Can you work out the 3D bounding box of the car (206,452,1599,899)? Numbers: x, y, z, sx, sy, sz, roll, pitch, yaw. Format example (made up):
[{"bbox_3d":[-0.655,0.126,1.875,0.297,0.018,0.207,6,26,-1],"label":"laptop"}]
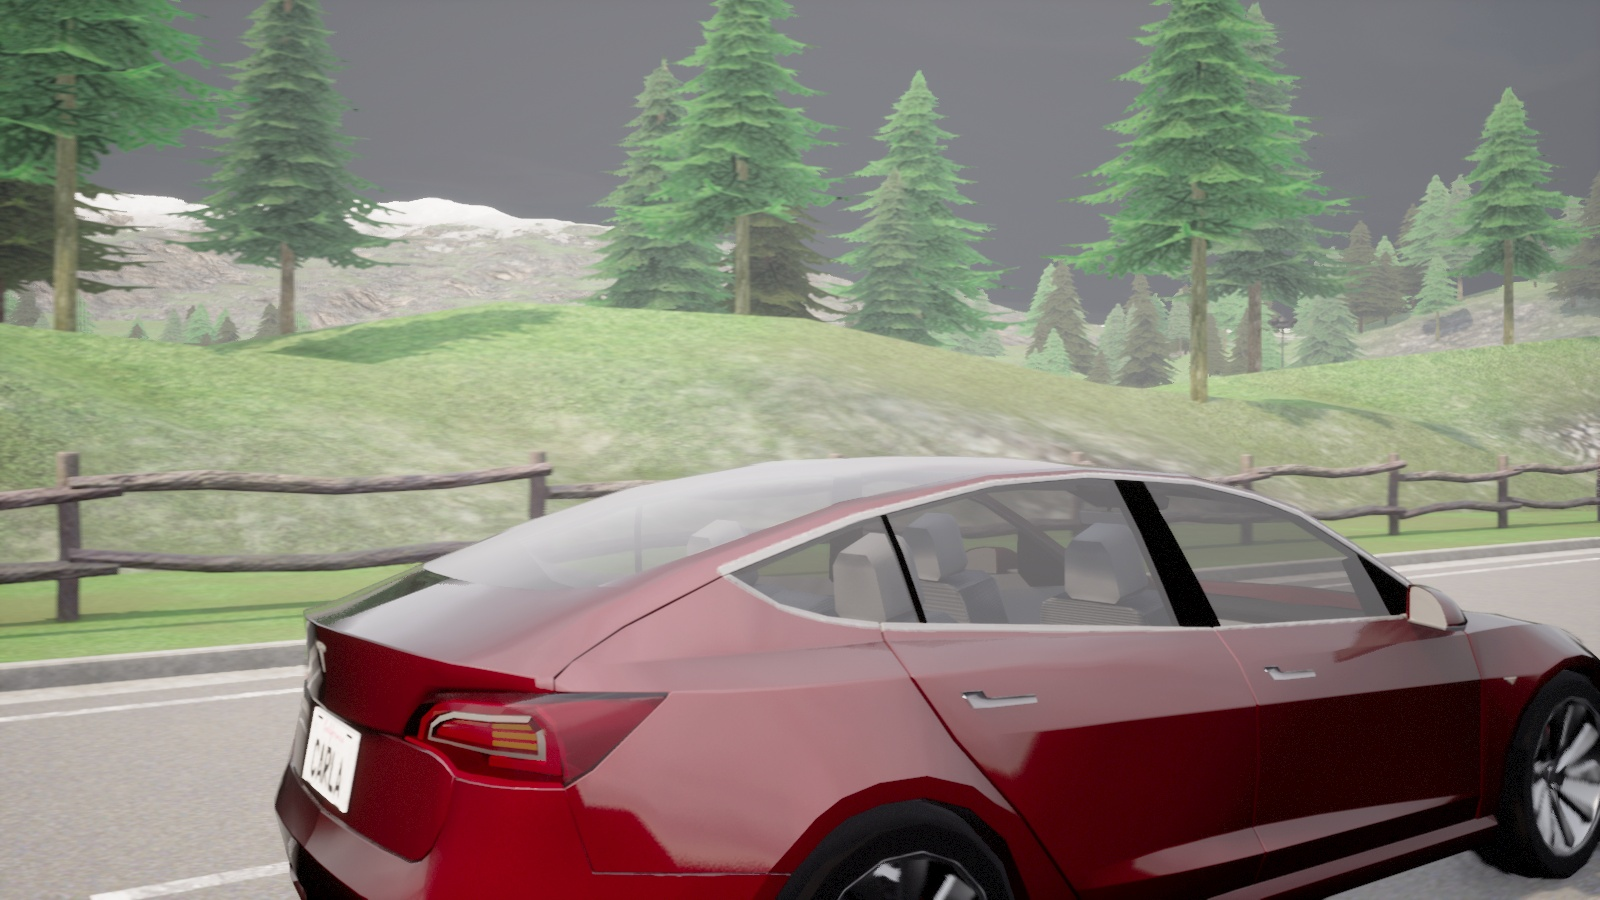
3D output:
[{"bbox_3d":[0.813,0.753,4.227,4.792,1.488,2.163,0,0,-35],"label":"car"}]
